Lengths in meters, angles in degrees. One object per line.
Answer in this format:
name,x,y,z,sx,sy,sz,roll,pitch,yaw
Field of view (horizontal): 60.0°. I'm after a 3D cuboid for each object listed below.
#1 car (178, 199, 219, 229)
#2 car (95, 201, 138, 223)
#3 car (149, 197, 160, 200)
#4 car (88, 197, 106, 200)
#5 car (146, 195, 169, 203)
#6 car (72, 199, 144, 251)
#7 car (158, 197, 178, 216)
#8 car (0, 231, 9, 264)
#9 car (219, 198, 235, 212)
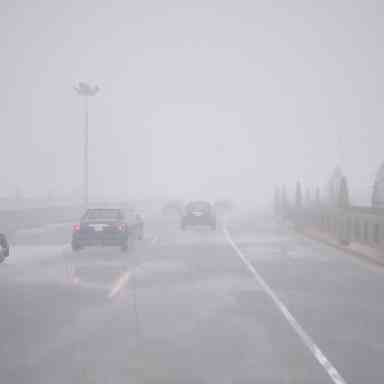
car,0.540,1.353,21.628,2.097,1.767,4.553,0,0,4
car,-5.914,1.506,26.798,1.837,1.490,4.892,0,0,7
car,-5.860,1.534,54.036,1.812,1.442,4.674,0,0,23
car,-14.618,1.480,50.856,1.882,1.535,5.008,0,0,20
car,-6.329,1.211,61.324,1.895,1.301,4.718,0,0,27
car,-3.355,1.353,14.155,2.097,1.767,4.553,0,0,1
car,-1.482,1.506,32.159,1.837,1.490,4.892,0,0,11
car,-6.901,1.353,8.786,2.097,1.767,4.553,0,0,0
car,3.878,1.478,39.242,1.882,1.535,5.008,0,0,16
